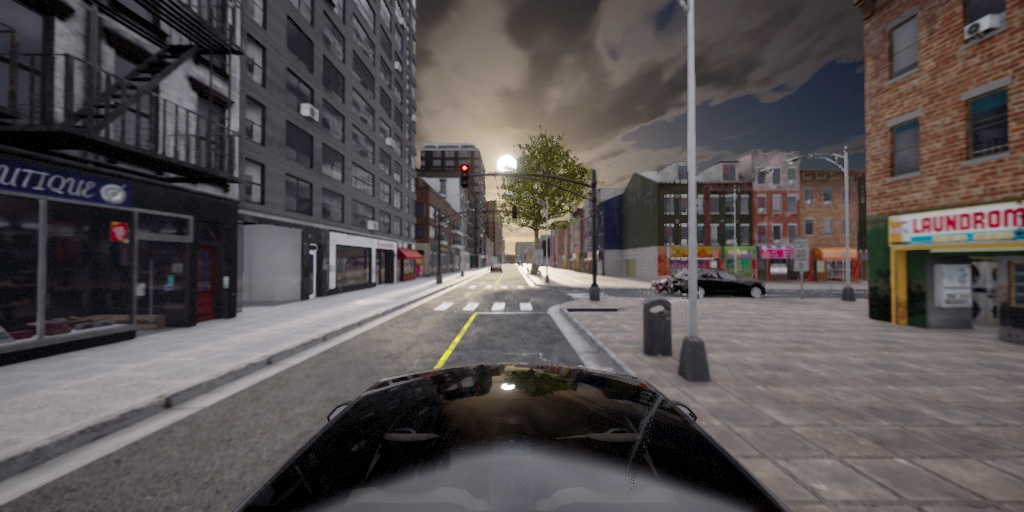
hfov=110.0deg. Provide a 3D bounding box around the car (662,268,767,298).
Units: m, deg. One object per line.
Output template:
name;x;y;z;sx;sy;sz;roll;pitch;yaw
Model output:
car;11.416;1.537;20.049;5.008;1.535;1.882;0;-1;0

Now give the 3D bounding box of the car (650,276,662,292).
car;10.938;1.538;22.674;4.097;1.591;1.967;0;0;0

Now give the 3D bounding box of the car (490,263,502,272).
car;-2.747;2.051;62.816;1.882;1.535;5.008;0;-1;1
